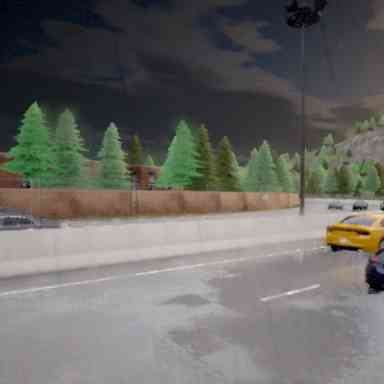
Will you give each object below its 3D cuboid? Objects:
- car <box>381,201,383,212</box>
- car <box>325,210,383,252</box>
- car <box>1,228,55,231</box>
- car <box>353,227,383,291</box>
[{"bbox_3d":[28.090,2.059,47.464,1.837,1.490,4.892,0,-1,31],"label":"car"},{"bbox_3d":[7.417,1.628,13.535,5.008,1.535,1.882,1,0,-38],"label":"car"},{"bbox_3d":[-7.158,1.501,11.800,4.902,1.511,2.128,1,0,-36],"label":"car"},{"bbox_3d":[6.060,1.668,8.116,4.181,1.385,1.994,1,0,-36],"label":"car"}]
